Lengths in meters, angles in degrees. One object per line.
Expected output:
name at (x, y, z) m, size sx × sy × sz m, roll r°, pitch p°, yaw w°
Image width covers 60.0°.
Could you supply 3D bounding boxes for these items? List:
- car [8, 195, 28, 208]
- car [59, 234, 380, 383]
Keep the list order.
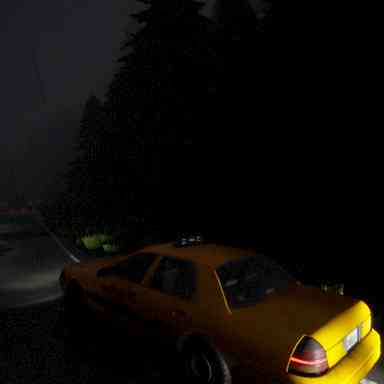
car at (-20.980, 1.058, 40.161) m, size 2.128 × 1.511 × 4.902 m, roll -2°, pitch 2°, yaw -26°
car at (-0.237, 1.417, 5.107) m, size 5.366 × 1.575 × 1.801 m, roll 1°, pitch 1°, yaw 45°
